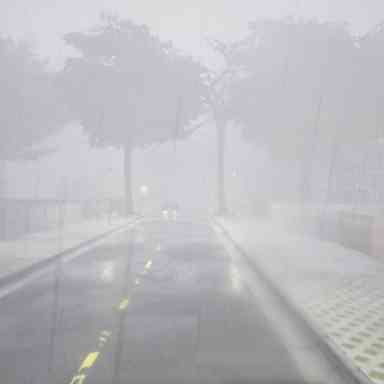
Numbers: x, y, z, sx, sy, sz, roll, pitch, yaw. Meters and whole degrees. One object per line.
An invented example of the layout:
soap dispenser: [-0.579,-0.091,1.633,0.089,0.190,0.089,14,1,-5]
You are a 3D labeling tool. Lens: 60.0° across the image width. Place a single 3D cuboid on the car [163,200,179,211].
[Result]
car: [-2.763,1.797,44.821,1.994,1.385,4.181,0,0,0]
